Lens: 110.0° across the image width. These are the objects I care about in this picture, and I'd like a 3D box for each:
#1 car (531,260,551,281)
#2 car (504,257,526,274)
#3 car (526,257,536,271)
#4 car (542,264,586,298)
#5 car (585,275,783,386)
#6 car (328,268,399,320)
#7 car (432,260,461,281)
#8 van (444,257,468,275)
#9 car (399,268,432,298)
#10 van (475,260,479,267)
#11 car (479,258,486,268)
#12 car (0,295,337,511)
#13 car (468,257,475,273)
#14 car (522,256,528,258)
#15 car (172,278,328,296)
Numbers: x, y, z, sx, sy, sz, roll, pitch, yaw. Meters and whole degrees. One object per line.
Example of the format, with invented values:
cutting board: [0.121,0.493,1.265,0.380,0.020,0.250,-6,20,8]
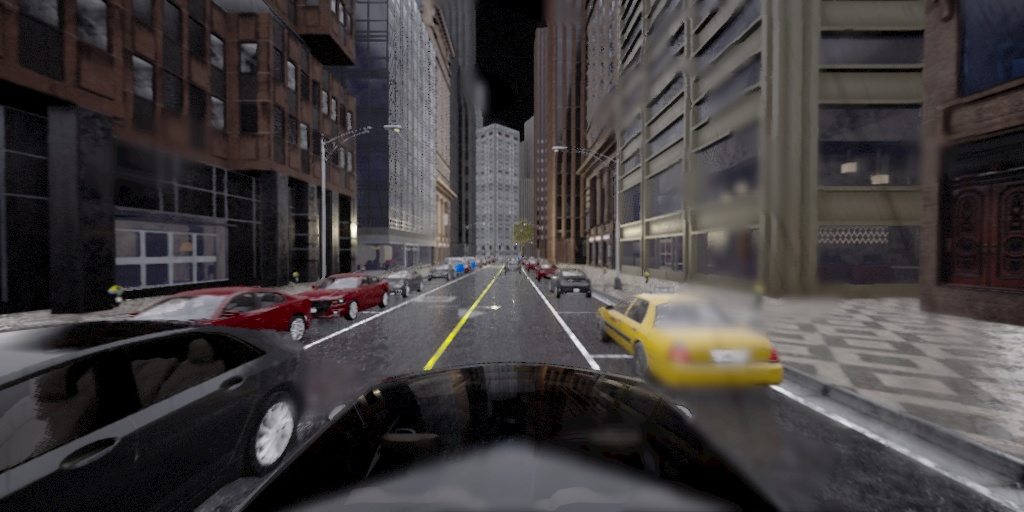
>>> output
car: [2.857,1.257,29.310,1.888,1.381,4.507,0,0,0]
car: [0.100,1.184,40.124,2.128,1.511,4.902,0,0,0]
car: [2.858,1.225,46.184,1.888,1.381,4.507,0,0,0]
car: [2.857,1.280,18.062,2.007,1.370,4.403,0,0,0]
car: [2.857,1.270,6.983,1.751,1.417,4.829,0,0,0]
car: [-5.669,1.283,12.431,1.888,1.381,4.507,0,0,0]
car: [-5.668,1.262,29.306,2.007,1.370,4.403,0,0,0]
van: [-5.668,1.042,34.930,1.690,1.789,3.998,0,0,0]
car: [-5.669,1.280,18.056,2.007,1.370,4.403,0,0,0]
van: [-5.668,1.020,46.181,1.690,1.789,3.998,0,0,0]
car: [-5.668,1.235,57.430,1.802,1.307,4.207,0,0,0]
car: [-3.100,1.255,1.948,1.837,1.490,4.892,0,0,0]
car: [-5.668,1.131,40.556,1.967,1.591,4.097,0,0,0]
car: [2.858,1.107,51.809,1.967,1.591,4.097,0,0,0]
car: [-5.669,1.290,6.808,1.888,1.381,4.507,0,0,0]
